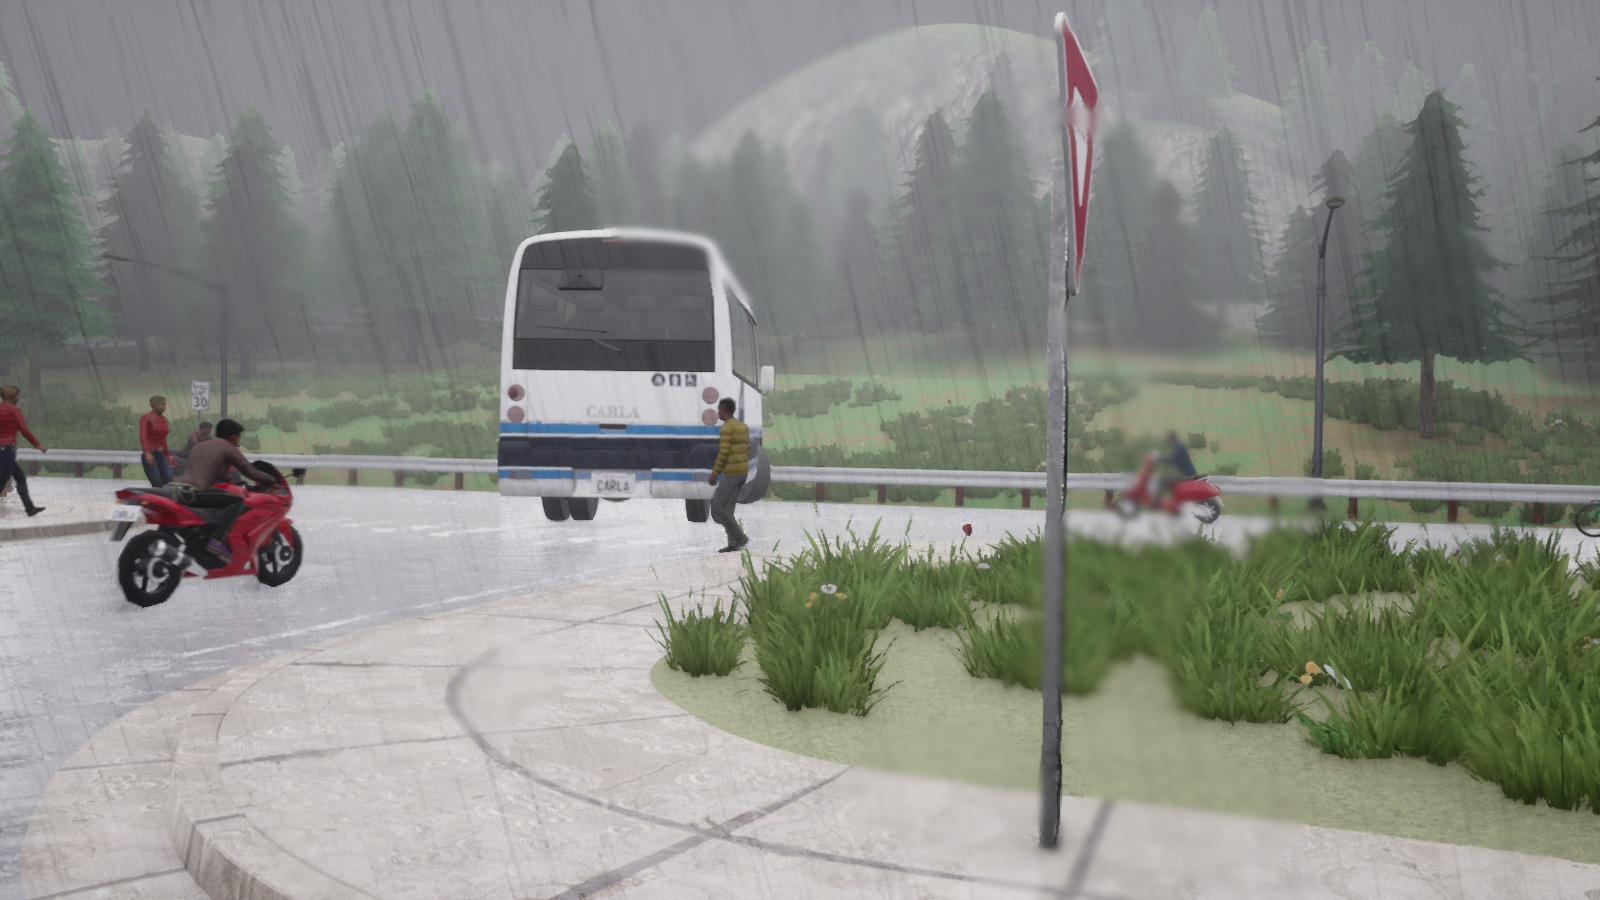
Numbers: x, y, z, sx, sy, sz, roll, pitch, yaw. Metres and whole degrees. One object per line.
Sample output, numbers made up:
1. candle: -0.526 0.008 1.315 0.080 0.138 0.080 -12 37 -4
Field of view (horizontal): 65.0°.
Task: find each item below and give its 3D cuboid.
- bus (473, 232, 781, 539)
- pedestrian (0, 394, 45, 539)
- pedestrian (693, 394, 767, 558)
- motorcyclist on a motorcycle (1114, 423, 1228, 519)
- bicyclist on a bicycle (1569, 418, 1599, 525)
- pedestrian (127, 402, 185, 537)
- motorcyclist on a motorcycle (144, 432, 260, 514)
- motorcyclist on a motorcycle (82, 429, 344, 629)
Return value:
1. bus: -2.486 -0.956 22.589 3.944 4.253 10.273 0 1 1
2. pedestrian: -10.179 0.206 16.213 0.331 1.846 0.636 0 1 24
3. pedestrian: -0.796 0.287 14.361 0.709 1.840 0.431 0 1 25
4. motorcyclist on a motorcycle: 6.358 0.339 21.488 1.817 1.590 0.866 0 1 20
5. bicyclist on a bicycle: 12.718 0.321 19.193 1.509 1.612 0.866 0 1 20
6. pedestrian: -8.971 0.266 17.488 0.636 1.846 0.331 0 1 15
7. motorcyclist on a motorcycle: -11.526 0.424 24.213 2.044 1.523 0.797 0 1 20
8. motorcyclist on a motorcycle: -4.897 0.586 10.671 0.797 1.523 2.044 0 1 19
